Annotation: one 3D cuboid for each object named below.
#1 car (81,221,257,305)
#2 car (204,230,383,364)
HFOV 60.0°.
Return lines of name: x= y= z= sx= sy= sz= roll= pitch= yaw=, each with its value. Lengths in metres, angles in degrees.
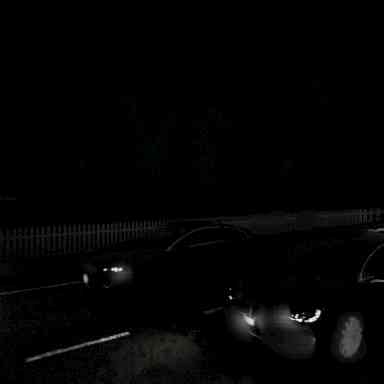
car: x=-0.154 y=1.495 z=8.172 sx=4.902 sy=1.511 sz=2.128 roll=0 pitch=0 yaw=-35
car: x=2.761 y=1.509 z=5.948 sx=4.892 sy=1.490 sz=1.837 roll=0 pitch=0 yaw=-35
